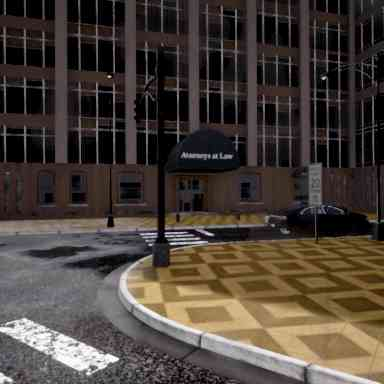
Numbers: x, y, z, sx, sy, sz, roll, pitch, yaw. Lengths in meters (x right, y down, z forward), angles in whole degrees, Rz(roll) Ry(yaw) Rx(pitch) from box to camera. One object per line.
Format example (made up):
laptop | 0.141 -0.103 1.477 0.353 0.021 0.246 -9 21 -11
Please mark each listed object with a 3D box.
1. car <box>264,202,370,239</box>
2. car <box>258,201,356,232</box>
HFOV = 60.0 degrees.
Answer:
car | 6.082 1.309 15.891 4.902 1.511 2.128 0 0 -14
car | 6.480 1.313 18.925 4.902 1.511 2.128 0 0 -14
